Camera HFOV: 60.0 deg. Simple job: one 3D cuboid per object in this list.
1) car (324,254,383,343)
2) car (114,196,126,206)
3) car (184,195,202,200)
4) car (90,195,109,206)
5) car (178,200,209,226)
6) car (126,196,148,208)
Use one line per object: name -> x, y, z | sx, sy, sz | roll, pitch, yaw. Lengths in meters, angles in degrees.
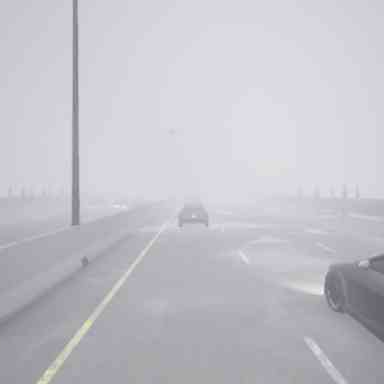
car -> 3.599, 1.543, 4.926 | 1.994, 1.385, 4.181 | 0, 0, 0
car -> -10.544, 1.352, 50.939 | 1.994, 1.385, 4.181 | 0, 0, 0
car -> 0.113, 1.183, 40.425 | 2.097, 1.767, 4.553 | 0, 0, 0
car -> -14.046, 1.282, 50.473 | 2.128, 1.511, 4.902 | 0, 0, 0
car -> 0.108, 1.469, 22.639 | 1.994, 1.385, 4.181 | 0, 0, 0
car -> -7.064, 1.321, 44.505 | 1.837, 1.490, 4.892 | 0, 0, 0
